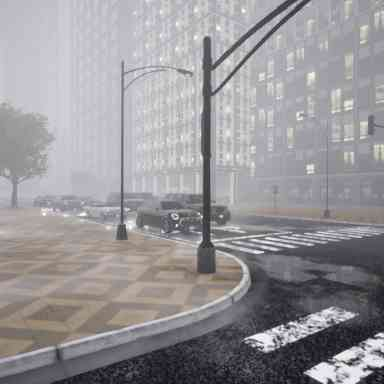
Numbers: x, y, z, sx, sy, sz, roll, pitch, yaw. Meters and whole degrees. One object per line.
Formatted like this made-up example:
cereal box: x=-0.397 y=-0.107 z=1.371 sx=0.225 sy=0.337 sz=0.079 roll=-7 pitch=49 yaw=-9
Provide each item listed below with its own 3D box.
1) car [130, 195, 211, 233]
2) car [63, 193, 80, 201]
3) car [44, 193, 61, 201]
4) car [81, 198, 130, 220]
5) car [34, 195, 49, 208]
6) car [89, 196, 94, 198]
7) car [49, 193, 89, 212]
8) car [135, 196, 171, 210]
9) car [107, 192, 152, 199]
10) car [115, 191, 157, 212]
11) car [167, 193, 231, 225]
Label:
car: x=-1.327 y=1.216 z=18.606 sx=2.097 sy=1.767 sz=4.553 roll=0 pitch=0 yaw=-37
car: x=-23.775 y=0.986 z=65.450 sx=1.812 sy=1.442 sz=4.674 roll=0 pitch=0 yaw=-37
car: x=-26.952 y=0.999 z=64.275 sx=1.994 sy=1.385 sz=4.181 roll=0 pitch=0 yaw=-37
car: x=-6.697 y=1.393 z=25.817 sx=1.895 sy=1.301 sz=4.718 roll=0 pitch=0 yaw=-37
car: x=-18.575 y=1.113 z=41.853 sx=2.128 sy=1.511 sz=4.902 roll=0 pitch=0 yaw=-36
car: x=-12.176 y=1.184 z=38.649 sx=2.128 sy=1.511 sz=4.902 roll=0 pitch=0 yaw=-37
car: x=-12.569 y=1.062 z=33.725 sx=2.097 sy=1.767 sz=4.553 roll=0 pitch=0 yaw=-37
car: x=-4.743 y=1.244 z=39.866 sx=2.128 sy=1.511 sz=4.902 roll=0 pitch=0 yaw=-37
car: x=-6.067 y=1.000 z=30.431 sx=2.150 sy=2.045 sz=5.566 roll=0 pitch=0 yaw=-37
car: x=-6.210 y=0.977 z=36.398 sx=2.150 sy=2.045 sz=5.566 roll=0 pitch=1 yaw=-37
car: x=0.112 y=1.085 z=22.117 sx=2.150 sy=2.045 sz=5.566 roll=0 pitch=0 yaw=-37
